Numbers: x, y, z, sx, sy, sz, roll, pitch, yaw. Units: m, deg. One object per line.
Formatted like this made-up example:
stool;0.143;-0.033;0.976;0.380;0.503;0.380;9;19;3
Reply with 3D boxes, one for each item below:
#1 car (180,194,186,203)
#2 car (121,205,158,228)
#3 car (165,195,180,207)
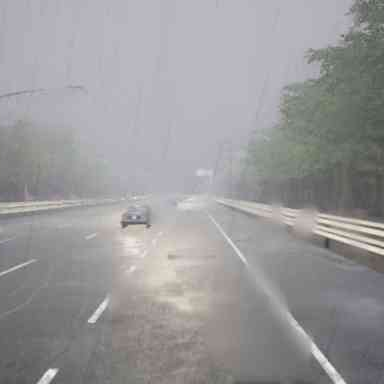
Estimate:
car;-3.160;1.846;83.202;1.837;1.490;4.892;0;0;0
car;-3.484;1.610;22.521;2.033;1.411;5.357;0;0;0
car;-3.364;1.681;54.023;1.882;1.535;5.008;0;0;0
